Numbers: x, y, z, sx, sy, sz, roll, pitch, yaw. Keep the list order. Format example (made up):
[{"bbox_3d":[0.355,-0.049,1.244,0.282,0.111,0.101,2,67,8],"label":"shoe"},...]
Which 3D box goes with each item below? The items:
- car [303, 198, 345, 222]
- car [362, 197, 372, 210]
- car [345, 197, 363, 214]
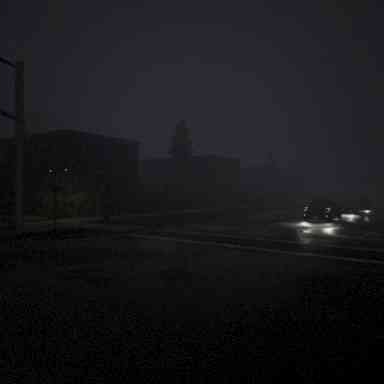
[{"bbox_3d":[10.300,1.301,26.196,2.097,1.767,4.553,1,0,35],"label":"car"},{"bbox_3d":[21.901,1.454,42.781,1.837,1.490,4.892,1,0,35],"label":"car"},{"bbox_3d":[15.907,1.513,34.234,1.994,1.385,4.181,1,0,35],"label":"car"}]
